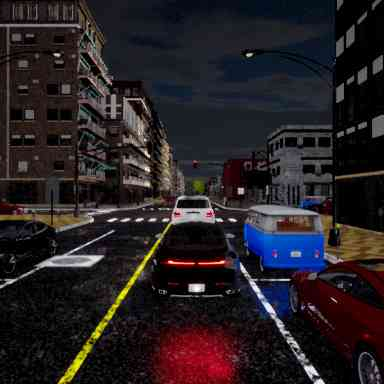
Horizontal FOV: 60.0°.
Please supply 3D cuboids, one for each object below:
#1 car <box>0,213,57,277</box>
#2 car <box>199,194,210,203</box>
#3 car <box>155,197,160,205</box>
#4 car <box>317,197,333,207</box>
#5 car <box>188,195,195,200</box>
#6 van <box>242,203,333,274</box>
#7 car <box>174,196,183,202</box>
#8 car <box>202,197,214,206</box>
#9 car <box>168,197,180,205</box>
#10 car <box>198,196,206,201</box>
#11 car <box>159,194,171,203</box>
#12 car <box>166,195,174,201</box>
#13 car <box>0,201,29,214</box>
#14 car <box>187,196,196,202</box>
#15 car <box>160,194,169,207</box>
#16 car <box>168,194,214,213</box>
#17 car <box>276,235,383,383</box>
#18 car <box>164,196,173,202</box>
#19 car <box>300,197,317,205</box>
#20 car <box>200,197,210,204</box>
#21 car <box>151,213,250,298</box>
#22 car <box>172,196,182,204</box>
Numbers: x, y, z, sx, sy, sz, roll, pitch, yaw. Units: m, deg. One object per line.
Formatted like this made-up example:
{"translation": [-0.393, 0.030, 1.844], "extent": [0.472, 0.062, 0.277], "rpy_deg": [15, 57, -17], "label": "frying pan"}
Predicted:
{"translation": [-5.705, 1.567, 10.319], "extent": [1.947, 1.339, 4.313], "rpy_deg": [0, 0, 0], "label": "car"}
{"translation": [2.568, 1.376, 71.712], "extent": [2.192, 1.841, 5.009], "rpy_deg": [0, 0, 0], "label": "car"}
{"translation": [-5.794, 1.569, 60.448], "extent": [1.752, 1.417, 4.829], "rpy_deg": [0, 0, 0], "label": "car"}
{"translation": [14.868, 1.359, 31.221], "extent": [5.009, 1.841, 2.192], "rpy_deg": [0, 0, 0], "label": "car"}
{"translation": [-0.160, 1.584, 91.929], "extent": [1.895, 1.301, 4.718], "rpy_deg": [0, 0, 0], "label": "car"}
{"translation": [2.643, 1.343, 10.308], "extent": [1.690, 1.788, 3.998], "rpy_deg": [0, 0, 0], "label": "van"}
{"translation": [-3.138, 1.624, 78.180], "extent": [1.994, 1.385, 4.181], "rpy_deg": [0, 0, 0], "label": "car"}
{"translation": [2.596, 1.562, 55.265], "extent": [1.752, 1.417, 4.829], "rpy_deg": [0, 0, 0], "label": "car"}
{"translation": [-3.179, 1.643, 59.108], "extent": [1.895, 1.301, 4.718], "rpy_deg": [0, 0, 0], "label": "car"}
{"translation": [2.538, 1.643, 88.329], "extent": [2.008, 1.369, 4.403], "rpy_deg": [0, 0, 0], "label": "car"}
{"translation": [-5.813, 1.376, 71.697], "extent": [2.192, 1.841, 5.009], "rpy_deg": [0, 0, 0], "label": "car"}
{"translation": [-5.842, 1.617, 88.144], "extent": [1.752, 1.417, 4.829], "rpy_deg": [0, 0, 0], "label": "car"}
{"translation": [-17.520, 1.535, 31.084], "extent": [4.206, 1.307, 1.802], "rpy_deg": [0, 0, 0], "label": "car"}
{"translation": [-0.143, 1.618, 81.479], "extent": [2.033, 1.411, 5.357], "rpy_deg": [0, 0, 0], "label": "car"}
{"translation": [-3.187, 1.383, 50.165], "extent": [2.097, 1.767, 4.553], "rpy_deg": [0, 0, 0], "label": "car"}
{"translation": [0.057, 1.225, 18.491], "extent": [2.150, 2.045, 5.566], "rpy_deg": [0, 0, 0], "label": "car"}
{"translation": [2.652, 1.582, 4.619], "extent": [1.802, 1.307, 4.206], "rpy_deg": [0, 0, 0], "label": "car"}
{"translation": [-5.833, 1.632, 82.775], "extent": [2.008, 1.369, 4.403], "rpy_deg": [0, 0, 0], "label": "car"}
{"translation": [15.082, 1.620, 36.973], "extent": [5.357, 1.411, 2.033], "rpy_deg": [0, 0, 2], "label": "car"}
{"translation": [2.577, 1.634, 66.173], "extent": [1.802, 1.307, 4.206], "rpy_deg": [0, 0, 0], "label": "car"}
{"translation": [0.083, 1.506, 8.491], "extent": [1.837, 1.490, 4.892], "rpy_deg": [0, 0, 0], "label": "car"}
{"translation": [-3.134, 1.581, 68.164], "extent": [1.812, 1.442, 4.674], "rpy_deg": [0, 0, 0], "label": "car"}
